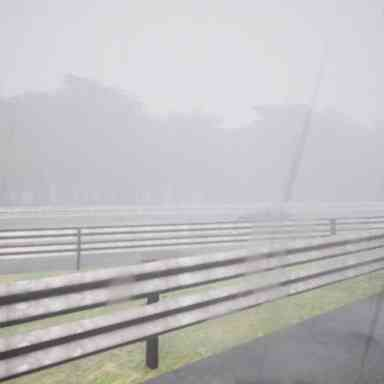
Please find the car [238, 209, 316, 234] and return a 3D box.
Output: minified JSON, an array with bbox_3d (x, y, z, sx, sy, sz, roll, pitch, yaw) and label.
[{"bbox_3d":[5.016,1.772,19.626,4.902,1.511,2.128,0,0,-19],"label":"car"}]
